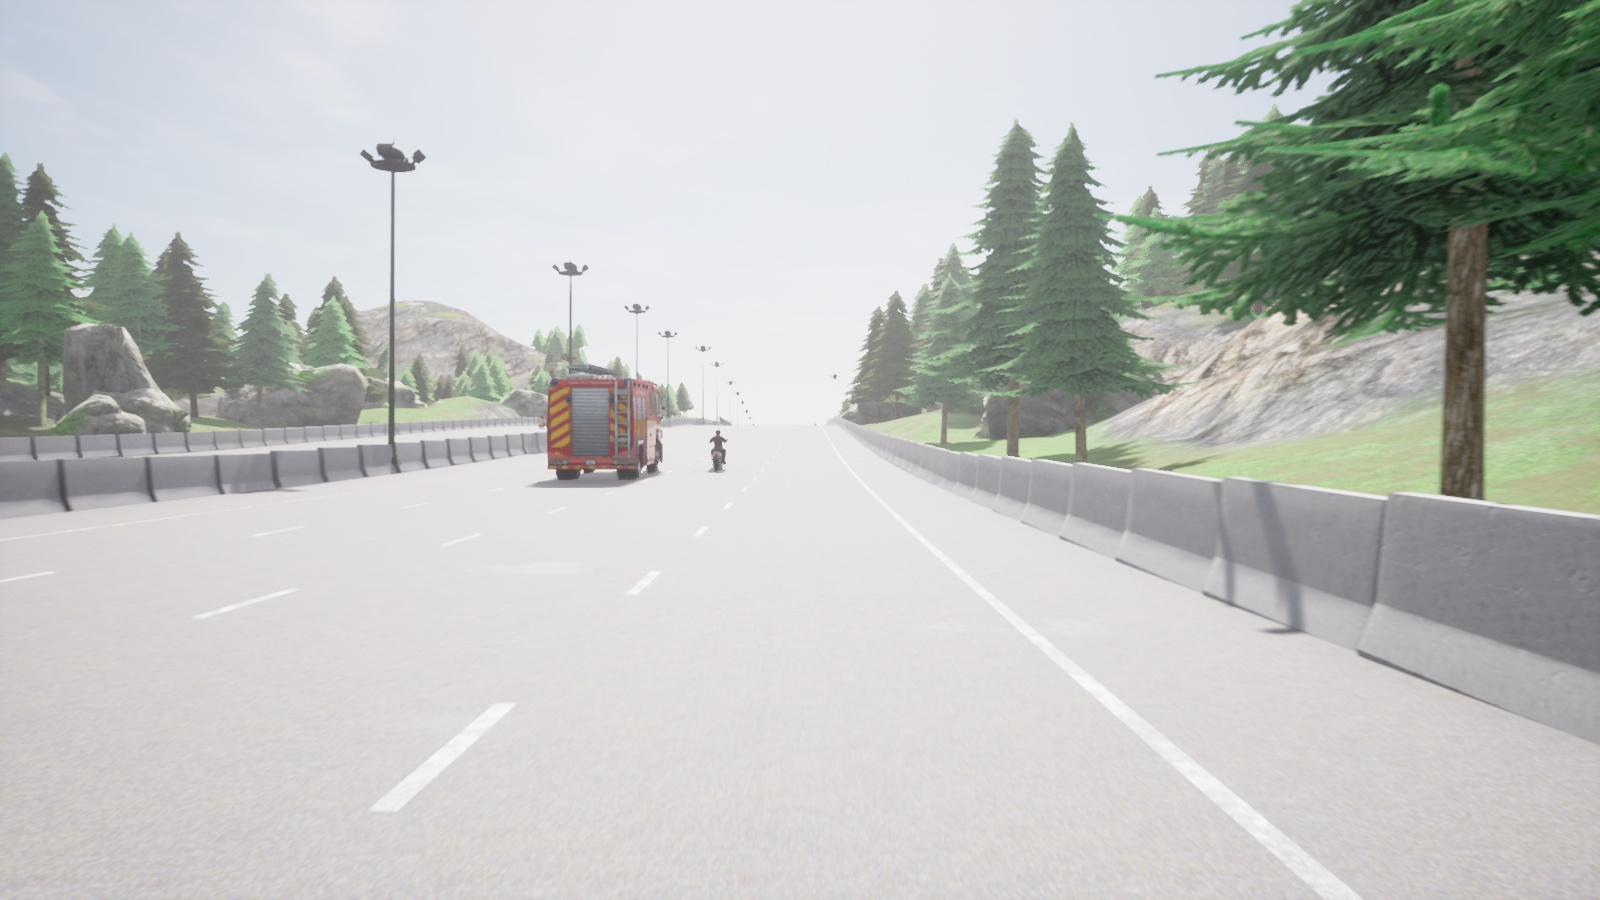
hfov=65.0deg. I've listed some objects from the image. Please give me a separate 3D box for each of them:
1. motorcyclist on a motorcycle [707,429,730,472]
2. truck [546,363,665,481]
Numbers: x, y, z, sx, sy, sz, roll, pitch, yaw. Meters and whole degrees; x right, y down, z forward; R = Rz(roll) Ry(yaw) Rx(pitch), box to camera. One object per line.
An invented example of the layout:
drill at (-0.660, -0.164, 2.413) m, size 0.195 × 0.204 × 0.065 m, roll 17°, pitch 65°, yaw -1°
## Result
motorcyclist on a motorcycle at (-3.242, -0.009, 50.014) m, size 0.766 × 1.649 × 2.350 m, roll 0°, pitch 1°, yaw 0°
truck at (-6.765, -1.006, 45.006) m, size 2.891 × 3.827 × 8.468 m, roll 0°, pitch 1°, yaw 0°
